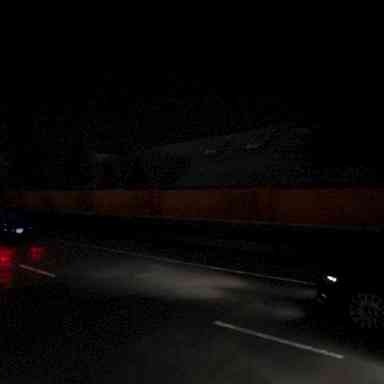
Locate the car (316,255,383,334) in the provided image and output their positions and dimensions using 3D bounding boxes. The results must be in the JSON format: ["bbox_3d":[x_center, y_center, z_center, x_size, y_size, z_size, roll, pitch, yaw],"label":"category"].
[{"bbox_3d":[4.536,1.504,5.147,4.902,1.511,2.128,0,0,35],"label":"car"}]

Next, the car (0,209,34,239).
[{"bbox_3d":[-9.482,1.575,16.566,4.674,1.442,1.812,0,0,43],"label":"car"}]
